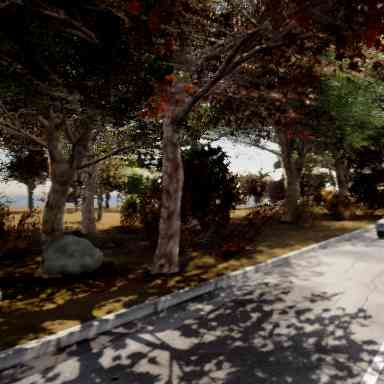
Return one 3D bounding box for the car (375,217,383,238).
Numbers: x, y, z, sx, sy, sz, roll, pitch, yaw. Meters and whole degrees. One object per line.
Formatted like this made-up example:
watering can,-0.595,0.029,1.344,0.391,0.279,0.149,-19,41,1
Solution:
car,11.155,1.695,17.569,1.895,1.301,4.718,-1,-1,40
